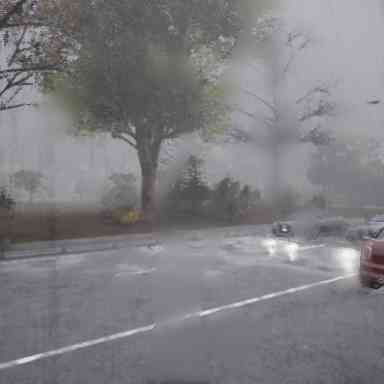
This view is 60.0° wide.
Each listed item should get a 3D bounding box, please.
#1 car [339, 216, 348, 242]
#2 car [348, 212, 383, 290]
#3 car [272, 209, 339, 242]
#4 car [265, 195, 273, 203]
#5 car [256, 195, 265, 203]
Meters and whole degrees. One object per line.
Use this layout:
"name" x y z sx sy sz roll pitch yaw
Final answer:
"car" 8.400 1.564 13.941 4.181 1.385 1.994 0 0 -34
"car" 6.019 1.353 7.875 4.553 1.767 2.097 0 0 -34
"car" 5.941 1.561 16.510 4.181 1.385 1.994 0 0 -34
"car" 15.808 1.501 71.579 2.097 1.767 4.553 0 -1 -23
"car" 12.584 1.639 70.335 1.882 1.535 5.008 0 -1 -22
